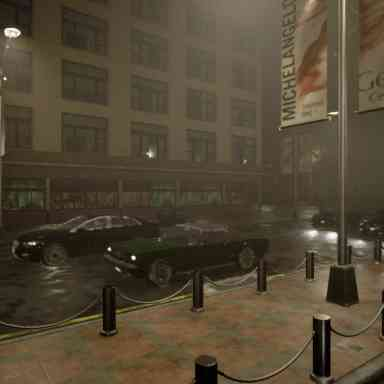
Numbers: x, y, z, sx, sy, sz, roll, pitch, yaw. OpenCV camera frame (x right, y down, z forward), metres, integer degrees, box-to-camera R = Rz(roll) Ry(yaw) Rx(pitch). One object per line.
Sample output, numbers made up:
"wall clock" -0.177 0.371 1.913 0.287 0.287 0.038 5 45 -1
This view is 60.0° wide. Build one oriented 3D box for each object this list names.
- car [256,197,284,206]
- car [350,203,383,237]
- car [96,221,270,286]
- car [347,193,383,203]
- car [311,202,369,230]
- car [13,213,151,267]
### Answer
"car" 12.651 1.490 54.163 2.128 1.511 4.902 0 0 -36
"car" 10.444 1.505 17.064 4.892 1.490 1.837 0 0 -36
"car" -0.028 1.601 9.516 4.718 1.301 1.895 0 0 -36
"car" 21.860 1.216 42.005 5.566 2.045 2.150 -1 -1 43
"car" 9.196 1.564 20.477 4.181 1.385 1.994 0 0 -36
"car" -3.368 1.491 11.429 4.902 1.511 2.128 0 0 -36
